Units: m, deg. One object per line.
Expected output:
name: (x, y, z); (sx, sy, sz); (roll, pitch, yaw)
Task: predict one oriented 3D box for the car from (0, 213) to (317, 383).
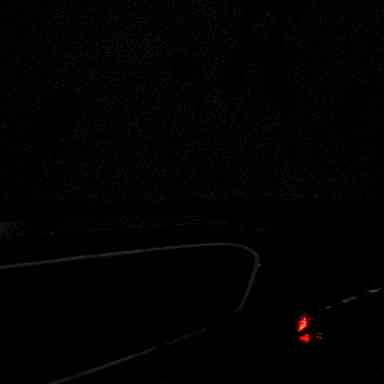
car: (-1.633, 1.221, 1.900); (5.566, 2.045, 2.150); (0, 0, -35)
